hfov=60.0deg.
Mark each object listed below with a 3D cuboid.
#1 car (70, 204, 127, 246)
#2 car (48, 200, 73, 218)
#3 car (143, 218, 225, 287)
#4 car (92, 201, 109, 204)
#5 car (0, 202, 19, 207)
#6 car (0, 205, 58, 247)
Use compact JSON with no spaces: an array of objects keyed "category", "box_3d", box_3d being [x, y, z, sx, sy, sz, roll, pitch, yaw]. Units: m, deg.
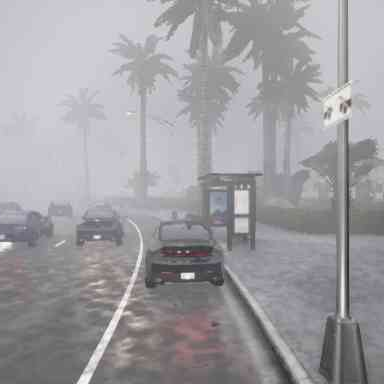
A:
[{"category":"car","box_3d":[-4.114,1.514,15.395,1.837,1.490,4.892,0,0,-10]},{"category":"car","box_3d":[-11.713,1.477,29.573,1.882,1.535,5.008,0,0,-22]},{"category":"car","box_3d":[-0.298,1.503,9.355,1.837,1.490,4.892,0,0,-5]},{"category":"car","box_3d":[-8.461,1.528,30.867,1.812,1.442,4.674,0,0,-22]},{"category":"car","box_3d":[-13.343,1.512,23.756,2.128,1.511,4.902,0,0,-18]},{"category":"car","box_3d":[-7.564,1.528,14.806,1.812,1.442,4.674,0,0,-10]}]
